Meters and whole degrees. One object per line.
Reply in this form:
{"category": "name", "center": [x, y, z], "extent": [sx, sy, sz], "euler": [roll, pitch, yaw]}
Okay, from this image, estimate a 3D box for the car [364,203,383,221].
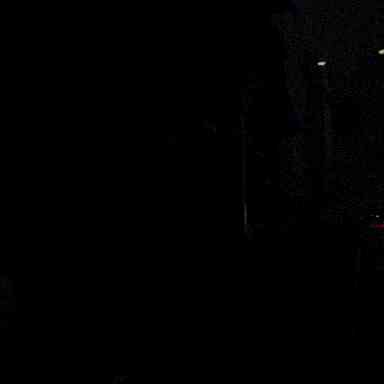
{"category": "car", "center": [19.810, 2.239, 35.716], "extent": [1.837, 1.490, 4.892], "euler": [-2, -2, 27]}
